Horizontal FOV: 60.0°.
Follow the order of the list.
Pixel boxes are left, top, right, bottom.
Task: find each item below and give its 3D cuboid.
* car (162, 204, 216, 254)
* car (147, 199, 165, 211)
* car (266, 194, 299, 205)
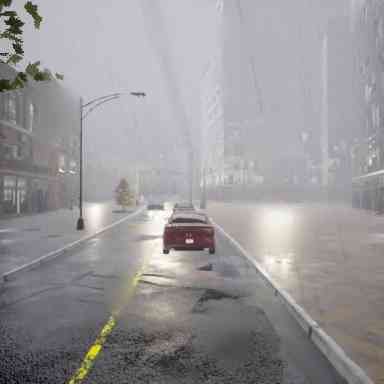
[{"bbox_3d":[-0.143,1.480,13.516,1.882,1.535,5.008,0,0,-1],"label":"car"},{"bbox_3d":[-4.297,1.567,39.746,1.994,1.385,4.181,0,0,-4],"label":"car"},{"bbox_3d":[13.965,1.201,51.548,5.009,1.841,2.192,0,-1,15],"label":"car"}]
